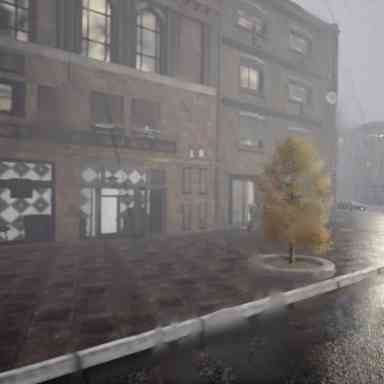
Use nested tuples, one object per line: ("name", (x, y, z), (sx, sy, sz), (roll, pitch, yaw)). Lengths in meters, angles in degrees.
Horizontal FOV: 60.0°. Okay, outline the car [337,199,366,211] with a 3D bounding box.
("car", (17.215, 1.397, 37.008), (1.947, 1.339, 4.313), (1, 0, -17))
